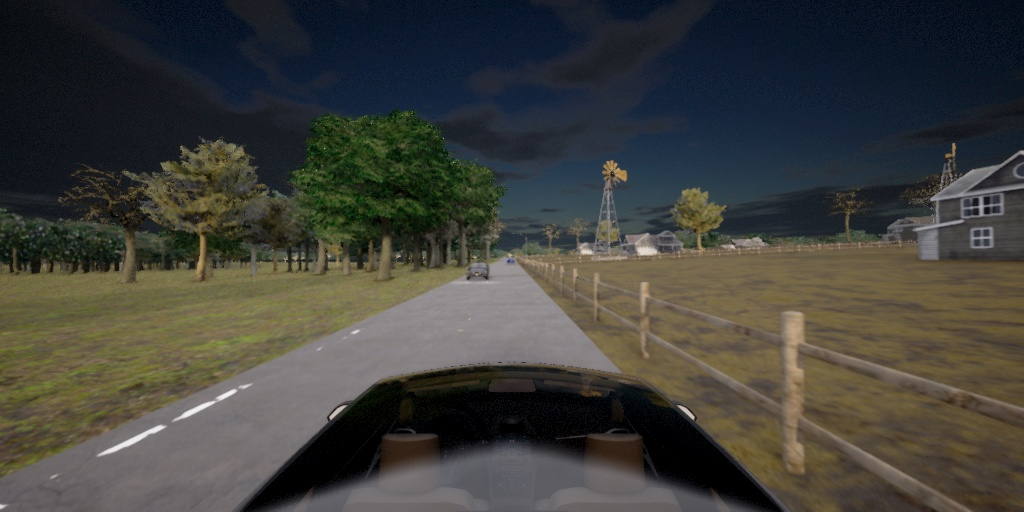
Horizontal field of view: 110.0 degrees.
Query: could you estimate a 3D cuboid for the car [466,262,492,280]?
[{"bbox_3d":[-2.847,1.273,31.230,1.837,1.490,4.892,0,0,0],"label":"car"}]
